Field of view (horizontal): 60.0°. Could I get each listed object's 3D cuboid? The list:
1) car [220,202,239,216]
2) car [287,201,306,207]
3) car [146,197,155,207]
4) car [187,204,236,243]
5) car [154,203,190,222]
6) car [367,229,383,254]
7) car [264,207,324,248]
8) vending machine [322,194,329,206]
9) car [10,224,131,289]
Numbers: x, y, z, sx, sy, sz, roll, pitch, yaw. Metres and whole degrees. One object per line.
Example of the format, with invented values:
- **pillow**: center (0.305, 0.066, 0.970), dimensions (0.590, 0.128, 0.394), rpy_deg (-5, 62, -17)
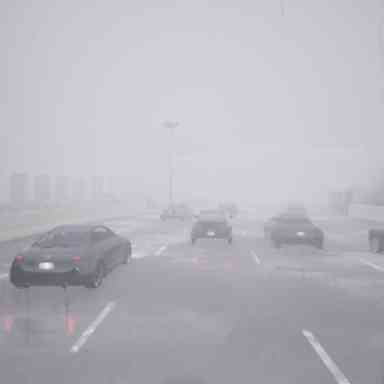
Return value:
- **car**: center (3.704, 1.646, 33.773), dimensions (1.895, 1.301, 4.718), rpy_deg (0, 0, 12)
- **car**: center (11.778, 1.676, 37.769), dimensions (1.895, 1.301, 4.718), rpy_deg (0, 0, 14)
- **car**: center (-7.018, 1.551, 49.618), dimensions (1.812, 1.442, 4.674), rpy_deg (0, 0, 16)
- **car**: center (1.008, 1.545, 16.045), dimensions (1.812, 1.442, 4.674), rpy_deg (0, 0, 5)
- **car**: center (-1.160, 1.570, 26.758), dimensions (2.033, 1.411, 5.357), rpy_deg (0, 0, 9)
- **car**: center (7.549, 1.636, 10.683), dimensions (1.895, 1.301, 4.718), rpy_deg (0, 0, 4)
- **car**: center (4.427, 1.593, 14.952), dimensions (1.994, 1.385, 4.181), rpy_deg (0, 0, 5)
- **vending machine**: center (22.599, 1.323, 56.195), dimensions (1.100, 2.100, 0.880), rpy_deg (0, 0, 21)
- **car**: center (-3.034, 1.563, 9.174), dimensions (1.994, 1.385, 4.181), rpy_deg (0, 0, 3)
